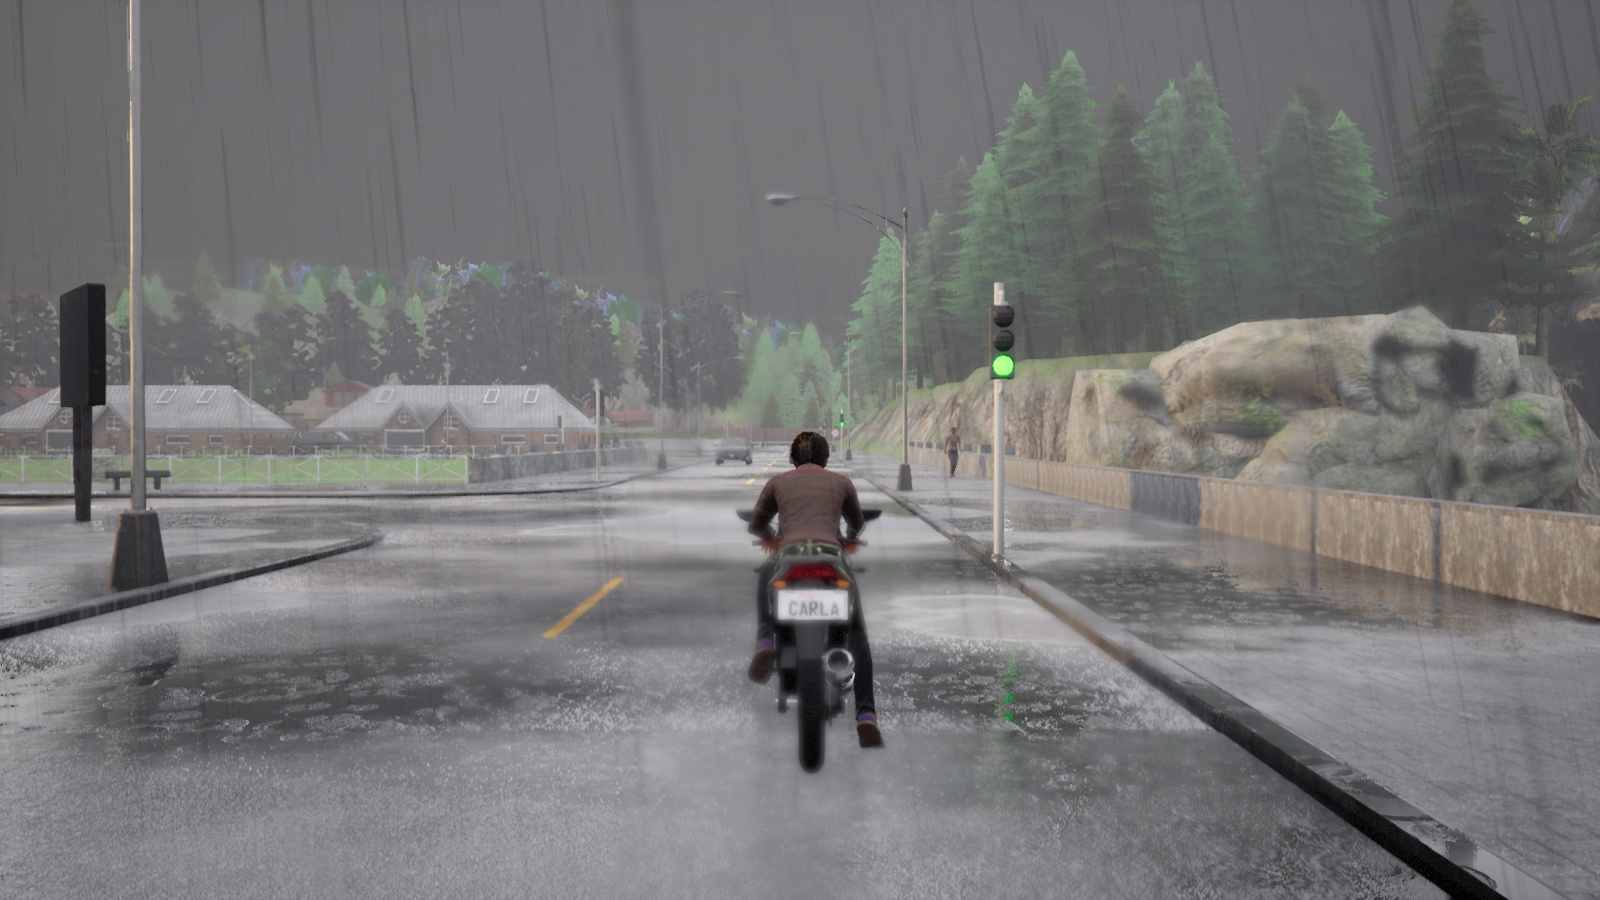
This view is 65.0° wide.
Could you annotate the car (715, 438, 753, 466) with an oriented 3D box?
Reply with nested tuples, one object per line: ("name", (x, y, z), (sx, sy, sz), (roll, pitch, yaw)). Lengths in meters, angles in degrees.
("car", (-3.614, 0.086, 69.443), (1.837, 1.490, 4.892), (0, 1, 0))

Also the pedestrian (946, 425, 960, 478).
("pedestrian", (5.262, 0.048, 43.171), (0.328, 1.805, 0.869), (0, 1, -3))

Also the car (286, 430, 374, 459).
("car", (-33.913, -0.427, 90.728), (5.566, 2.045, 2.150), (0, 1, 0))

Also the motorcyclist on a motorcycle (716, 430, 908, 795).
("motorcyclist on a motorcycle", (0.050, 0.668, 6.249), (0.797, 1.523, 2.044), (0, 1, 0))
